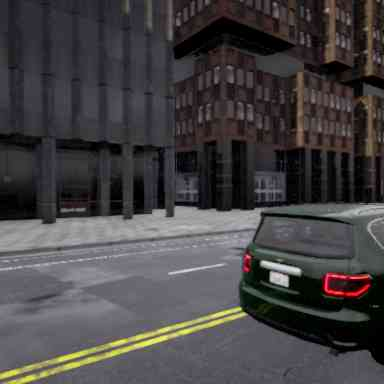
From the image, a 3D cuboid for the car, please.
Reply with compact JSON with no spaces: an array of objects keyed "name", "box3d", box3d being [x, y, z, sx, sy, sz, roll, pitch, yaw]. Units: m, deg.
[{"name":"car","box3d":[3.339,1.210,5.889,5.566,2.045,2.150,-1,0,-35]}]
